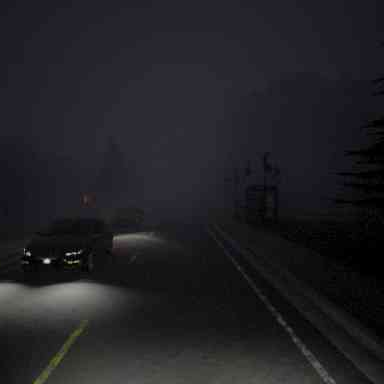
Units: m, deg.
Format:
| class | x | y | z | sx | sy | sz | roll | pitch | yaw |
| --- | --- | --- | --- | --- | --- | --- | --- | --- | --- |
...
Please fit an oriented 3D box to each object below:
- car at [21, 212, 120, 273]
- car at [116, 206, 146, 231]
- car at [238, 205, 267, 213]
| class | x | y | z | sx | sy | sz | roll | pitch | yaw |
| --- | --- | --- | --- | --- | --- | --- | --- | --- | --- |
| car | -3.913 | 1.626 | 11.231 | 1.837 | 1.490 | 4.892 | 0 | -1 | -2 |
| car | -4.256 | 1.716 | 22.640 | 1.882 | 1.535 | 5.008 | 0 | -1 | -1 |
| car | 8.409 | 2.020 | 42.508 | 4.718 | 1.301 | 1.895 | 0 | -1 | -3 |
